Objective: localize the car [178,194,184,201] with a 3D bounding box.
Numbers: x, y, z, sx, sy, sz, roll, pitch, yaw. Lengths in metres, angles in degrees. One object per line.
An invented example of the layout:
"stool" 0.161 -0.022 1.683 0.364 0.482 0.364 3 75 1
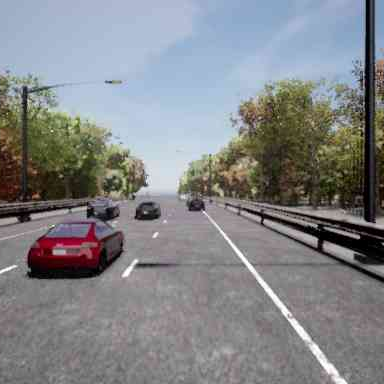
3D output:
"car" -1.814 1.264 74.093 1.812 1.442 4.674 0 0 -3

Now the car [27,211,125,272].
"car" -3.454 1.527 10.638 1.994 1.385 4.181 0 0 0

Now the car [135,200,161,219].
"car" -3.688 1.441 28.308 1.812 1.442 4.674 0 0 -1

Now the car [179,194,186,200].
"car" -2.706 1.283 90.486 1.812 1.442 4.674 0 0 -3

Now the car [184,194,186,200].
"car" 0.226 1.366 49.382 1.882 1.535 5.008 0 0 -2

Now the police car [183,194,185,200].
"police car" 0.011 1.312 55.527 1.930 1.638 5.238 0 0 -2

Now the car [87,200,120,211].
"car" -7.170 1.411 27.199 2.128 1.511 4.902 0 0 -1

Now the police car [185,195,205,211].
"police car" 0.520 1.321 39.431 1.930 1.638 5.238 0 0 -2
